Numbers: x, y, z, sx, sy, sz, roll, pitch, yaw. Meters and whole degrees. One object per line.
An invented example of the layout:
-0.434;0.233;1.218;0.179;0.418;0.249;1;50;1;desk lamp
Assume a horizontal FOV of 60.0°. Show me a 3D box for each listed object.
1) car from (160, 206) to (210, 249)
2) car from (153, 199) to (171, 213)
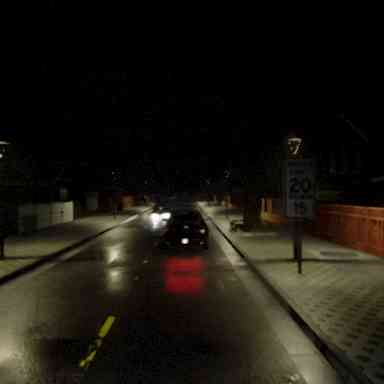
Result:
-0.266;1.558;14.558;1.837;1.490;4.892;0;-1;0;car
-3.378;1.537;38.228;2.128;1.511;4.902;0;0;-1;car
